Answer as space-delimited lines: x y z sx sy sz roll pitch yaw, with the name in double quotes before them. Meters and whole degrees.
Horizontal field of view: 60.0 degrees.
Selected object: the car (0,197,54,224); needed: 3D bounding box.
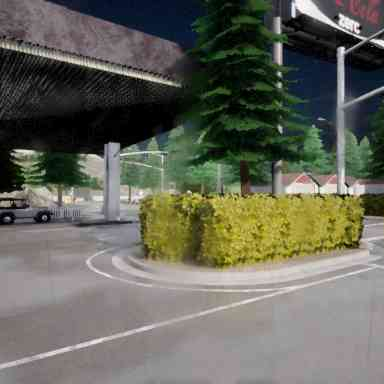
"car" -11.986 1.313 23.469 3.866 1.878 1.905 0 0 -36
